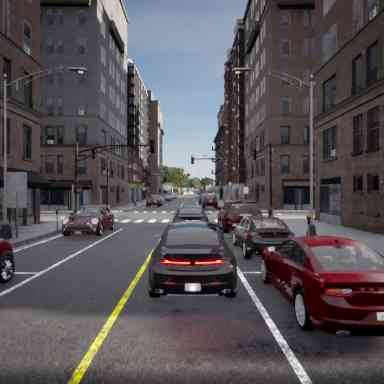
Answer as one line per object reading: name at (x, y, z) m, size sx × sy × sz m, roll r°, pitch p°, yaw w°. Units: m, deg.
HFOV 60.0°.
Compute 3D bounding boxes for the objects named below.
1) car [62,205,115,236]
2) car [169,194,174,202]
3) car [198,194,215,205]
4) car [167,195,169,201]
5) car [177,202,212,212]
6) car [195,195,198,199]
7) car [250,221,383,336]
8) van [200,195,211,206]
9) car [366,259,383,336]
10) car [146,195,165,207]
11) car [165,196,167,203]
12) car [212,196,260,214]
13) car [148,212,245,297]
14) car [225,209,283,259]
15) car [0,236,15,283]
car at (-5.508, 1.440, 18.034) m, size 1.967 × 1.590 × 4.097 m, roll 0°, pitch 0°, yaw 0°
car at (-5.939, 1.540, 78.111) m, size 1.887 × 1.381 × 4.507 m, roll 0°, pitch 0°, yaw 0°
car at (2.395, 1.313, 45.146) m, size 2.192 × 1.841 × 5.009 m, roll 0°, pitch 0°, yaw 0°
car at (-5.833, 1.548, 61.600) m, size 2.008 × 1.369 × 4.403 m, roll 0°, pitch 0°, yaw 0°
car at (-0.059, 1.505, 17.963) m, size 1.837 × 1.490 × 4.892 m, roll 0°, pitch 0°, yaw 0°
car at (2.268, 1.312, 61.657) m, size 2.192 × 1.841 × 5.009 m, roll 0°, pitch 0°, yaw 0°
car at (2.595, 1.545, 6.726) m, size 1.887 × 1.381 × 4.507 m, roll 0°, pitch 0°, yaw 0°
van at (2.310, 1.339, 56.153) m, size 1.690 × 1.788 × 3.998 m, roll 0°, pitch 0°, yaw 0°
car at (2.634, 1.440, 1.044) m, size 1.967 × 1.590 × 4.097 m, roll 0°, pitch 0°, yaw 0°
car at (-5.762, 1.313, 50.593) m, size 2.192 × 1.841 × 5.009 m, roll 0°, pitch 0°, yaw 0°
car at (-5.797, 1.563, 56.096) m, size 1.947 × 1.339 × 4.313 m, roll 0°, pitch 0°, yaw 0°
car at (2.517, 1.315, 18.090) m, size 2.192 × 1.841 × 5.009 m, roll 0°, pitch 0°, yaw 0°
car at (0.013, 1.505, 8.547) m, size 1.837 × 1.490 × 4.892 m, roll 0°, pitch 0°, yaw 0°
car at (2.556, 1.551, 12.408) m, size 2.008 × 1.369 × 4.403 m, roll 0°, pitch 0°, yaw 0°
car at (-5.430, 1.440, 6.670) m, size 1.967 × 1.590 × 4.097 m, roll 0°, pitch 0°, yaw 0°
